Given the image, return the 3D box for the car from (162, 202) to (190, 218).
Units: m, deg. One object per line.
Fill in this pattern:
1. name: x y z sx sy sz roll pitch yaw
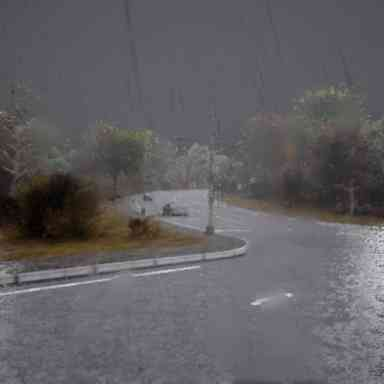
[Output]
1. car: -1.728 1.876 34.267 1.837 1.490 4.892 2 1 -20

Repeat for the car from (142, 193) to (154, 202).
1. car: -7.796 0.898 59.088 1.882 1.535 5.008 2 2 -8
